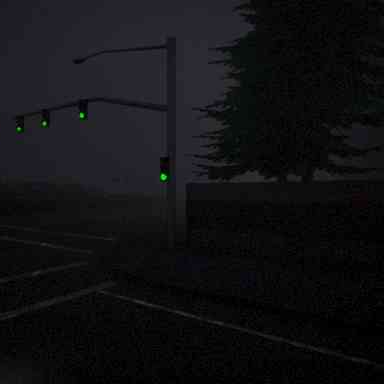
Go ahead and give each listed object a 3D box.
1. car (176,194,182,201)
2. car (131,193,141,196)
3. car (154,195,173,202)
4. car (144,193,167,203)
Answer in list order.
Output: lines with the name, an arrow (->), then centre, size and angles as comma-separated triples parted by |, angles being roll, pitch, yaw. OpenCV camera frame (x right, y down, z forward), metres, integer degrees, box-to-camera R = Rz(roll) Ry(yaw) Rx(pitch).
car -> -4.450, 1.378, 74.002 | 3.806, 1.475, 1.970 | 0, 0, 35
car -> -13.397, 1.372, 87.466 | 3.806, 1.475, 1.970 | 0, 0, 35
car -> -6.131, 1.346, 71.645 | 3.905, 1.438, 1.784 | 0, 0, 35
car -> -7.648, 1.135, 69.431 | 4.605, 1.855, 1.932 | 0, 0, 35
